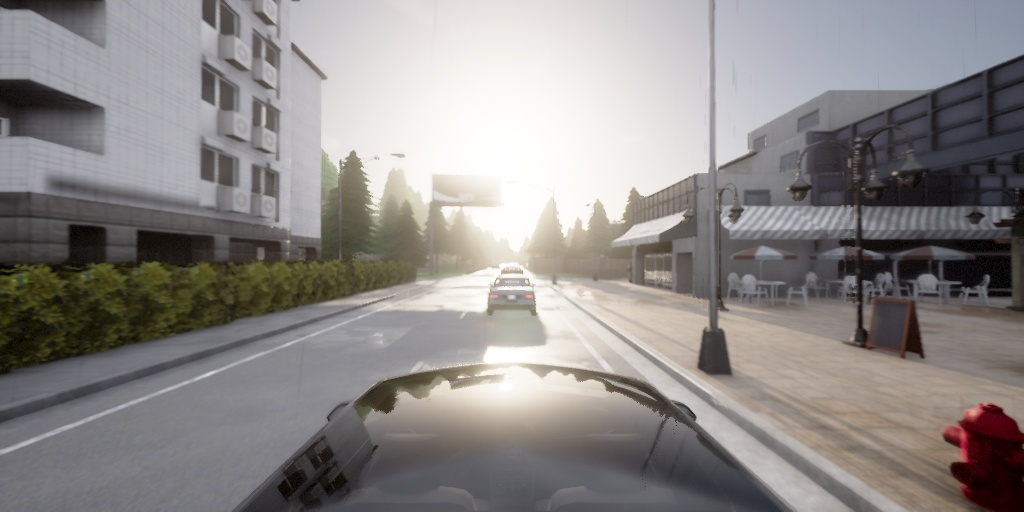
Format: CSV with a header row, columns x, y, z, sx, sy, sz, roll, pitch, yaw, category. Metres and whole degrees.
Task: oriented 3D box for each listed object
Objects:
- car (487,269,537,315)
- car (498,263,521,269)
x,y,z,sx,sy,sz,roll,pitch,yaw,category
0.008,1.435,14.375,2.033,1.411,5.357,0,-1,0,car
0.024,1.602,31.095,1.882,1.535,5.008,0,-3,0,car
